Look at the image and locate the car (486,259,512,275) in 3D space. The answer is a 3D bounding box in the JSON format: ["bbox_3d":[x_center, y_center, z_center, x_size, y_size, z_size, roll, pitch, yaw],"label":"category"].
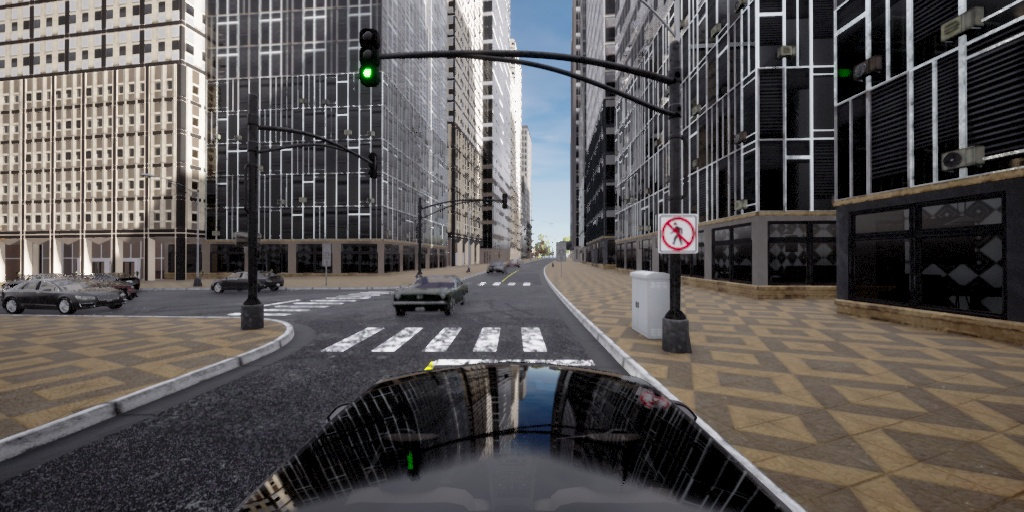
[{"bbox_3d":[-1.537,1.277,38.748,2.033,1.411,5.357,0,0,4],"label":"car"}]

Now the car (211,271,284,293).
[{"bbox_3d":[-16.847,1.610,22.878,4.403,1.370,2.007,0,0,9],"label":"car"}]

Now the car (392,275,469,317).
[{"bbox_3d":[-2.843,1.387,13.426,1.895,1.301,4.718,-1,-1,1],"label":"car"}]

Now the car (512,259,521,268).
[{"bbox_3d":[0.261,1.235,57.425,1.812,1.442,4.674,0,0,7],"label":"car"}]

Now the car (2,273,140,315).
[{"bbox_3d":[-18.147,1.567,14.599,4.403,1.370,2.007,0,0,9],"label":"car"}]
